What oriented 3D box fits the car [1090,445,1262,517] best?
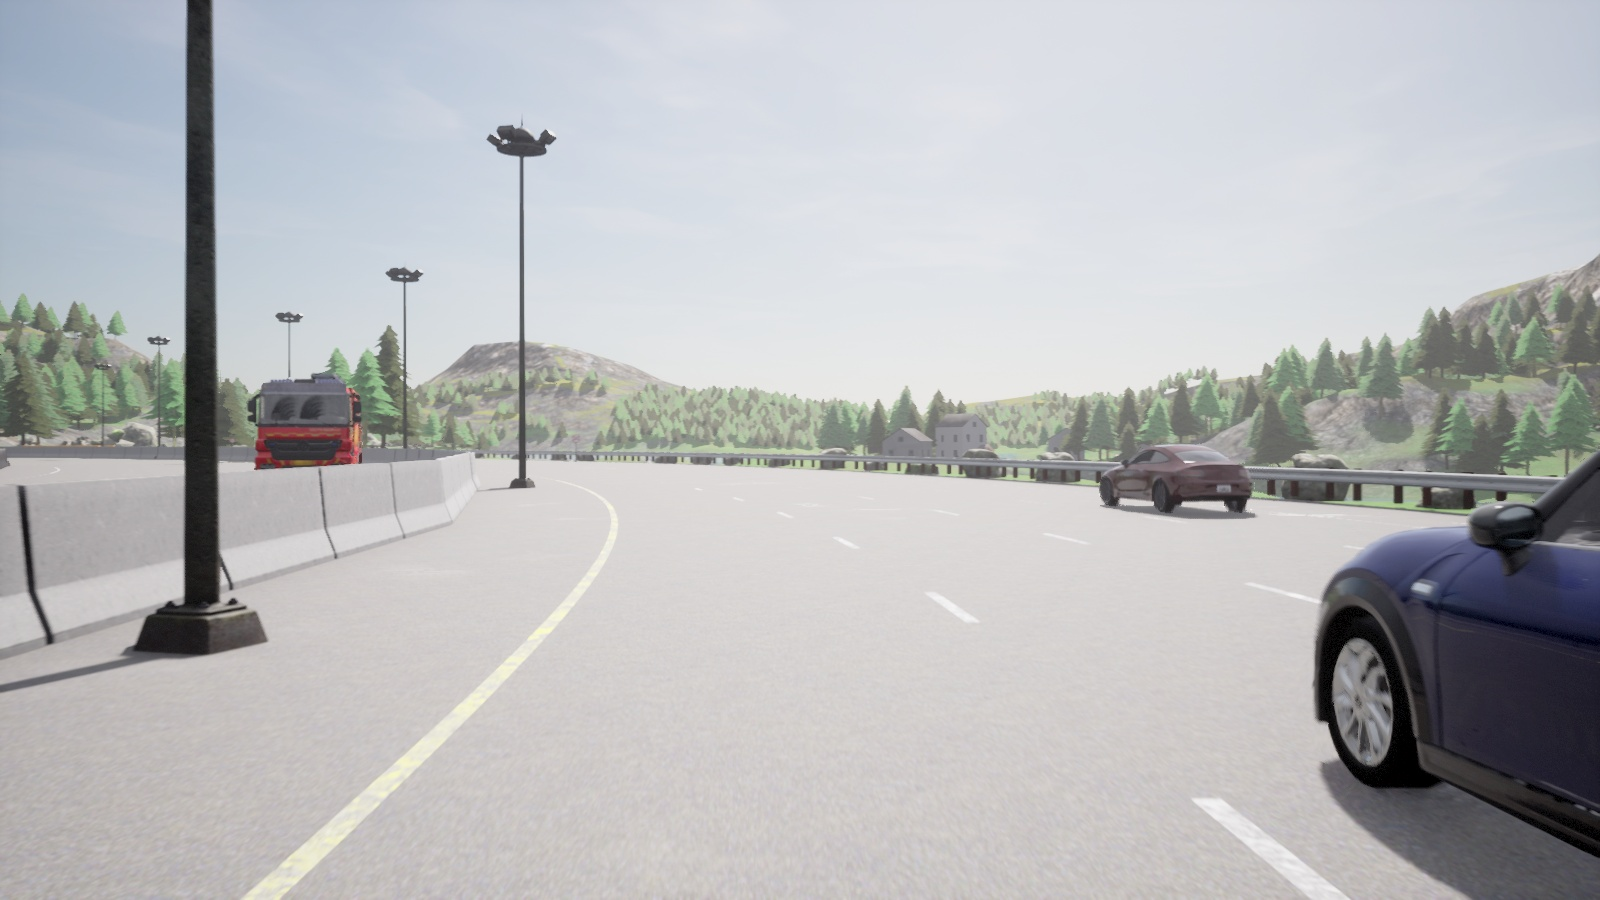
[{"bbox_3d":[8.226,0.619,27.951,1.812,1.442,4.674,0,0,-9],"label":"car"}]

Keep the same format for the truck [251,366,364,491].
[{"bbox_3d":[-16.616,-0.668,42.842,2.891,3.827,8.468,0,0,-17],"label":"truck"}]

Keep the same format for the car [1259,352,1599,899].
[{"bbox_3d":[3.462,0.583,4.204,2.097,1.767,4.553,0,0,-1],"label":"car"}]
